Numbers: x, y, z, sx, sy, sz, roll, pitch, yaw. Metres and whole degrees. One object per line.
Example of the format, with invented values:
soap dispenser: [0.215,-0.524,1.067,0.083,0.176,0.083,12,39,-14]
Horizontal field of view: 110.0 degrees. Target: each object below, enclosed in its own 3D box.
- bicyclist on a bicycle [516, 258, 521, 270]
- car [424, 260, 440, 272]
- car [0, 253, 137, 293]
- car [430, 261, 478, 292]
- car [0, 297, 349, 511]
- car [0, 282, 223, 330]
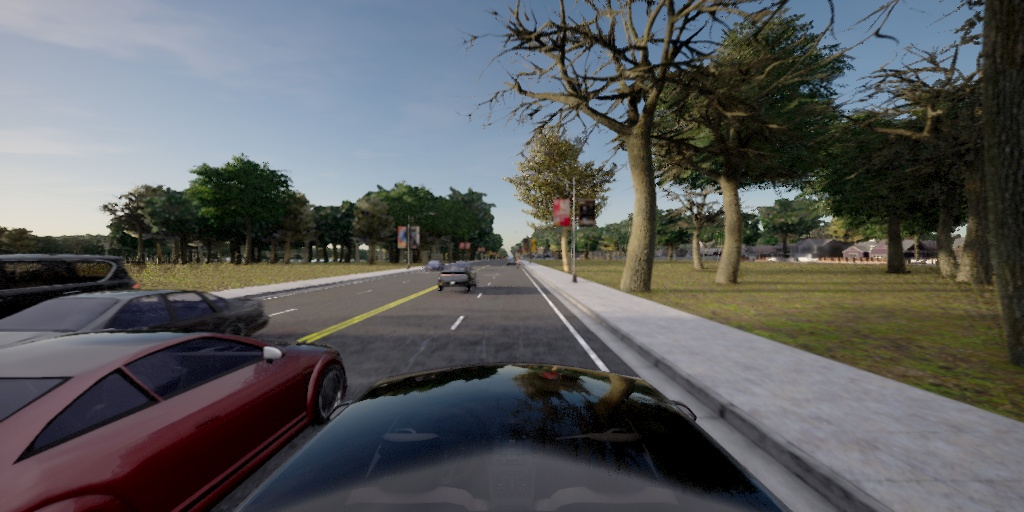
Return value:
bicyclist on a bicycle: [0.895,1.164,48.162,0.866,1.612,1.509,0,0,0]
car: [-9.837,1.254,45.789,1.812,1.442,4.674,0,0,0]
car: [-9.849,0.968,6.169,2.150,2.045,5.566,0,0,0]
car: [-3.153,1.231,21.426,2.128,1.511,4.902,0,0,0]
car: [-3.150,1.313,3.057,1.994,1.385,4.181,0,0,0]
car: [-6.603,1.295,6.044,2.033,1.411,5.357,0,0,0]
